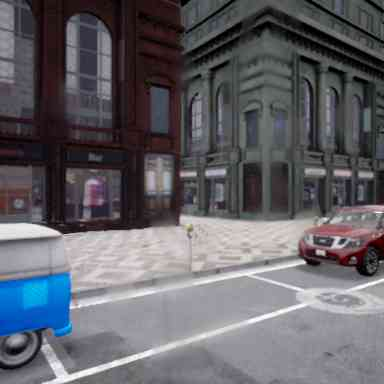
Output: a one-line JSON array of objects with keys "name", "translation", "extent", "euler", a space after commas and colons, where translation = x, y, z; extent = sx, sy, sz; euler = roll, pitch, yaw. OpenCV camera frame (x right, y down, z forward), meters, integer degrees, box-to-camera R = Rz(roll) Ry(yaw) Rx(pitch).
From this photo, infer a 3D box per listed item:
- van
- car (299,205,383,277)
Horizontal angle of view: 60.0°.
[{"name": "van", "translation": [-3.565, 1.344, 4.103], "extent": [3.998, 1.788, 1.690], "euler": [0, 0, -36]}, {"name": "car", "translation": [5.603, 1.370, 10.662], "extent": [5.009, 1.841, 2.192], "euler": [0, 0, -36]}]
